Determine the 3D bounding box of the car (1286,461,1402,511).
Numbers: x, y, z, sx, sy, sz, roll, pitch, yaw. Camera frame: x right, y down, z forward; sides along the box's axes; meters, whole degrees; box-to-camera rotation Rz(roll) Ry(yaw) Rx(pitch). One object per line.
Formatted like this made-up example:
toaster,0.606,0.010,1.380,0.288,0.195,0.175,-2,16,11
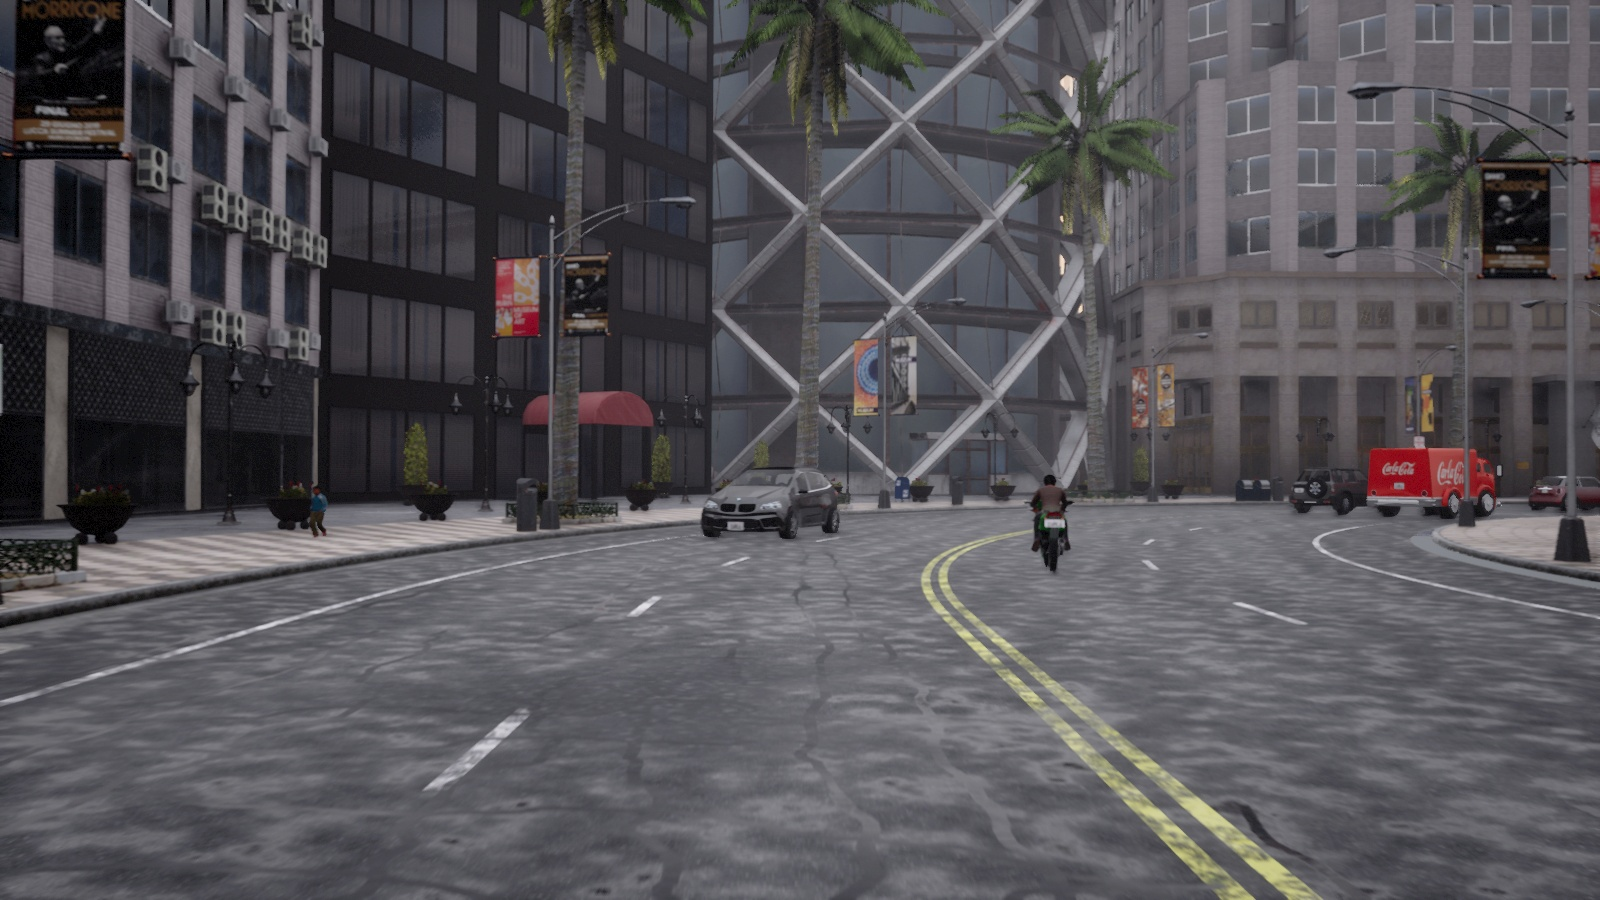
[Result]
car,20.895,1.354,48.190,4.605,1.855,1.932,0,-1,-35

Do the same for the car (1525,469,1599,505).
car,33.006,1.536,53.031,3.806,1.475,1.970,0,-1,-13

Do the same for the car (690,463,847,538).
car,-0.654,1.170,30.375,2.242,1.667,4.611,-1,-1,21

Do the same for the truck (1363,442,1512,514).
truck,23.081,0.996,45.439,5.204,2.467,2.627,0,-1,-35

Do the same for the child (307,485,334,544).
child,-9.927,1.326,25.993,0.343,1.192,0.448,0,-1,10

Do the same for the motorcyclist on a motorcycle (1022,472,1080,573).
motorcyclist on a motorcycle,3.994,1.117,20.111,0.797,1.523,2.044,0,-1,8
